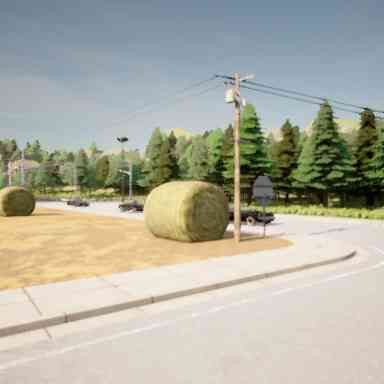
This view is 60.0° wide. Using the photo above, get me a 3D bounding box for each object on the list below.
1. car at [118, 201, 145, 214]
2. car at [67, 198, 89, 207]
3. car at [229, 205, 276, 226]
[{"bbox_3d":[-6.214,1.602,36.023,1.895,1.301,4.718,0,0,-38],"label":"car"},{"bbox_3d":[-17.275,1.618,50.201,2.033,1.411,5.357,0,0,-38],"label":"car"},{"bbox_3d":[3.579,1.600,23.605,1.895,1.301,4.718,0,0,-38],"label":"car"}]
